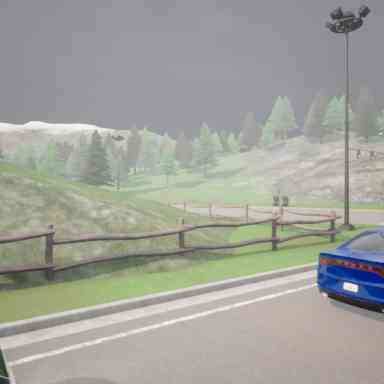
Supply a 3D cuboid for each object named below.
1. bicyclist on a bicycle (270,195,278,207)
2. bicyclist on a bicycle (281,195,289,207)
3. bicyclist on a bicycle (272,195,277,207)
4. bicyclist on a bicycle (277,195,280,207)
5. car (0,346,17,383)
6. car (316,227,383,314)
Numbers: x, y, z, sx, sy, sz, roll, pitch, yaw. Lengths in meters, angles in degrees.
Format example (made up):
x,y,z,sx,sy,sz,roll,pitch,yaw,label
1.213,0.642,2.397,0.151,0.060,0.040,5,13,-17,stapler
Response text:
x,y,z,sx,sy,sz,roll,pitch,yaw,label
11.821,1.297,47.683,0.582,1.620,1.656,0,0,34,bicyclist on a bicycle
13.287,1.297,46.670,0.582,1.620,1.656,0,0,35,bicyclist on a bicycle
12.188,1.297,47.431,0.582,1.620,1.656,0,0,34,bicyclist on a bicycle
12.922,1.297,46.925,0.582,1.620,1.656,0,0,35,bicyclist on a bicycle
-3.267,1.352,1.482,4.553,1.767,2.097,0,0,-35,car
4.764,1.477,7.083,5.008,1.535,1.882,0,0,-34,car
